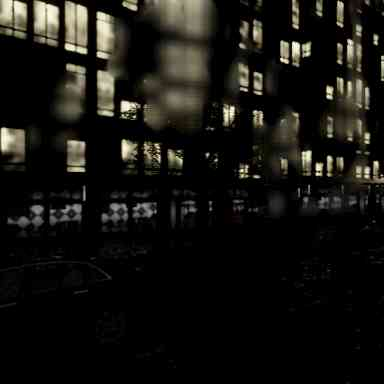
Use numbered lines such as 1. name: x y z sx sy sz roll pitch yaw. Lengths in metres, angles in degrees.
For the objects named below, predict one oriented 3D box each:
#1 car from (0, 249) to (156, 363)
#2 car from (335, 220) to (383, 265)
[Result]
1. car: -2.641 1.554 4.685 4.403 1.369 2.008 1 -1 -35
2. car: 6.620 1.648 11.274 4.403 1.369 2.008 1 -1 -35
